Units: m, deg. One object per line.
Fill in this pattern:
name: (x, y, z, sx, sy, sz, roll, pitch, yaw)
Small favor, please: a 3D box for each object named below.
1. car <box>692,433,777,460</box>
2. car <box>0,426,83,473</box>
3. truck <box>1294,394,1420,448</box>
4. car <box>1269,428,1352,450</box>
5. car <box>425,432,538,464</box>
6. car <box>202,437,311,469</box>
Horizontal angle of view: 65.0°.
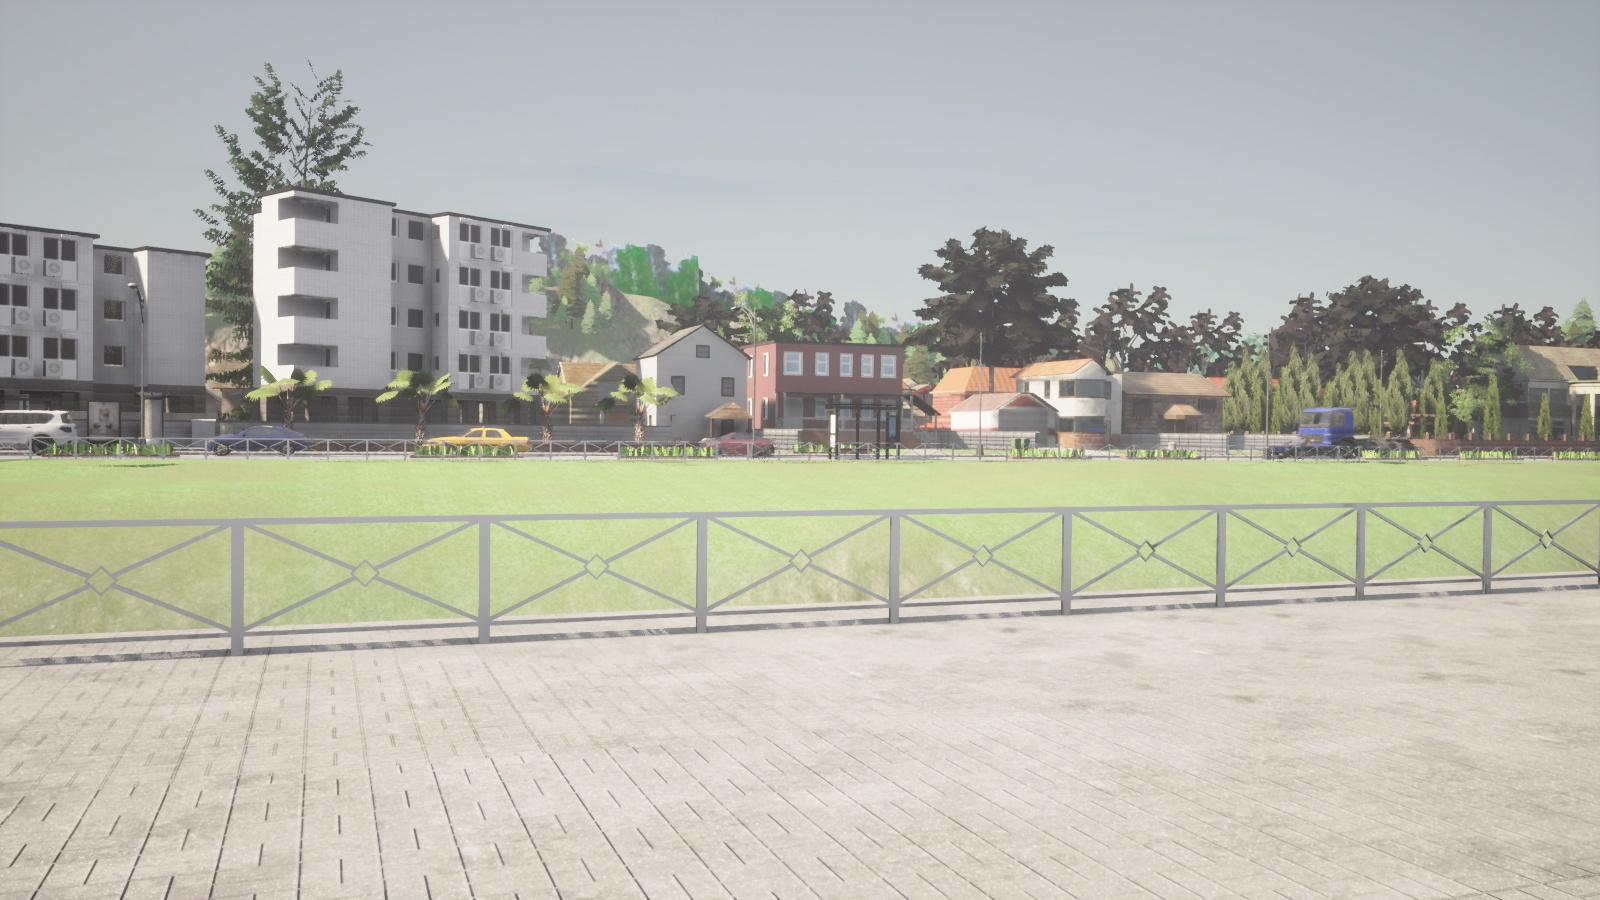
car: (-3.592, -0.212, 68.422, 4.181, 1.385, 1.994, -1, 1, -21)
car: (-35.514, -0.015, 56.302, 5.566, 2.045, 2.150, -1, 1, -21)
truck: (37.197, -1.951, 83.893, 7.936, 3.462, 2.891, -1, 1, -21)
car: (31.519, -0.702, 77.472, 4.718, 1.301, 1.895, -1, 1, -21)
car: (-16.148, -0.121, 63.653, 5.366, 1.575, 1.801, -1, 1, -21)
car: (-25.875, 0.128, 59.962, 4.674, 1.442, 1.812, -1, 1, -21)
